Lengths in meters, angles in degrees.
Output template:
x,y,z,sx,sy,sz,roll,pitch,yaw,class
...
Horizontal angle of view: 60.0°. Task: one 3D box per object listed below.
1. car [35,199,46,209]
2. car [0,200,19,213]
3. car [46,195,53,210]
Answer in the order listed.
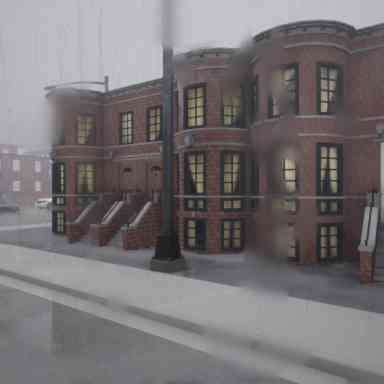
x,y,z,sx,sy,sz,roll,pitch,yaw,class
-17.594,1.221,43.777,2.150,2.045,5.566,0,0,36,car
-20.128,1.564,34.224,1.994,1.385,4.181,0,0,36,car
-14.965,1.478,41.438,1.882,1.535,5.008,0,0,36,car
